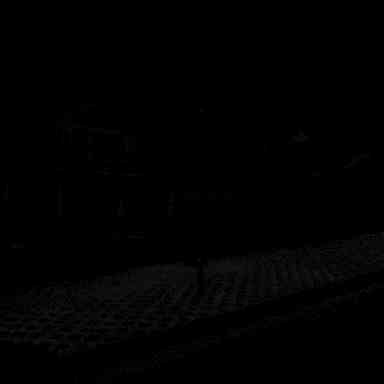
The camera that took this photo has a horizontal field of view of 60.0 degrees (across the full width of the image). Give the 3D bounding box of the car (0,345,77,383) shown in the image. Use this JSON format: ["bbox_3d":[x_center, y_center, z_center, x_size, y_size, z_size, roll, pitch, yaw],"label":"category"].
[{"bbox_3d":[-2.494,1.556,1.294,4.181,1.385,1.994,0,0,-36],"label":"car"}]
